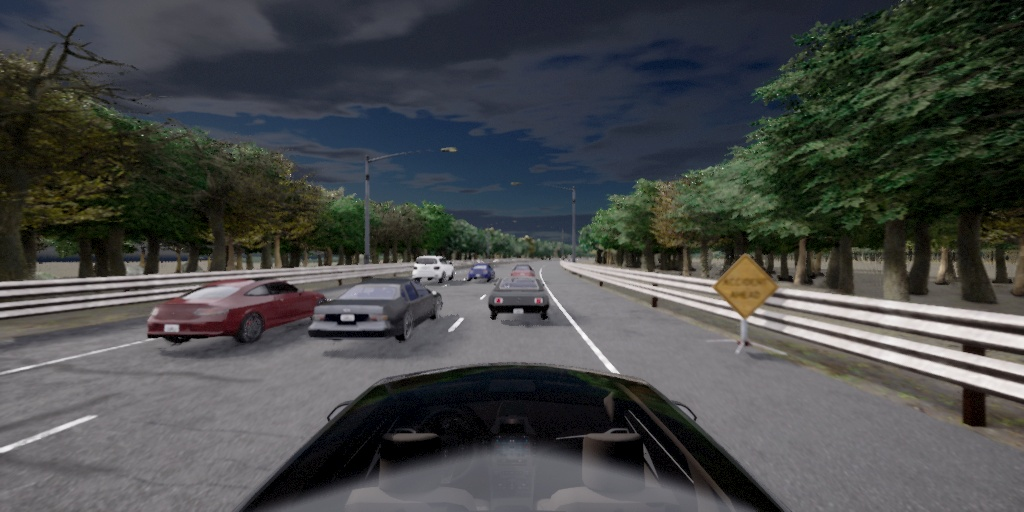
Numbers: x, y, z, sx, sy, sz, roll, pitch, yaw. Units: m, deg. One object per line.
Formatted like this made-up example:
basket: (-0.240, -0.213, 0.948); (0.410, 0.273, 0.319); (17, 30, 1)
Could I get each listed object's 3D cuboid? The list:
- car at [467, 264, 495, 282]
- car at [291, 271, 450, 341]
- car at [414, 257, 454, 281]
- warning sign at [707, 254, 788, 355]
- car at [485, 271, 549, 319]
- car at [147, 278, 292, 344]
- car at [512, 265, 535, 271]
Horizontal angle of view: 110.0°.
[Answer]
car: (-2.550, 1.381, 30.590); (1.812, 1.442, 4.674); (0, 0, 3)
car: (-3.322, 1.326, 9.881); (2.033, 1.411, 5.357); (0, 0, 1)
car: (-6.157, 1.066, 28.707); (2.150, 2.045, 5.566); (0, 0, 3)
warning sign: (4.590, 0.888, 7.088); (1.300, 1.860, 1.060); (0, 0, 1)
car: (0.264, 1.393, 13.079); (1.895, 1.301, 4.718); (0, 0, 2)
car: (-6.832, 1.300, 9.564); (1.812, 1.442, 4.674); (0, 0, 1)
car: (0.924, 1.419, 29.967); (1.994, 1.385, 4.181); (0, 0, 3)
